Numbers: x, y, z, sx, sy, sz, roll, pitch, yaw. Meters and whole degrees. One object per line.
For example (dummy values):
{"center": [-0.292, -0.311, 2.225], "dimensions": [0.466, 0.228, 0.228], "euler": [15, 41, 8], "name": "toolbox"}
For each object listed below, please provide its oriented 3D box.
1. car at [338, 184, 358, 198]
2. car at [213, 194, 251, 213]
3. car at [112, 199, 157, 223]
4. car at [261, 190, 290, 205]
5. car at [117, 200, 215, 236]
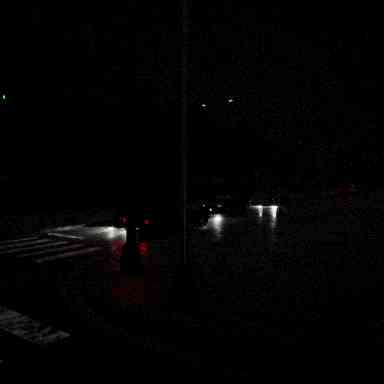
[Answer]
{"center": [24.392, -0.219, 51.953], "dimensions": [2.150, 2.045, 5.566], "euler": [0, 2, 35], "name": "car"}
{"center": [2.887, 0.859, 26.734], "dimensions": [2.033, 1.411, 5.357], "euler": [0, 2, 35], "name": "car"}
{"center": [-2.524, 1.118, 19.102], "dimensions": [1.994, 1.385, 4.181], "euler": [0, 2, 35], "name": "car"}
{"center": [8.895, 0.558, 35.197], "dimensions": [1.837, 1.490, 4.892], "euler": [0, 2, 35], "name": "car"}
{"center": [-1.073, 1.218, 16.043], "dimensions": [1.895, 1.301, 4.718], "euler": [0, 2, 35], "name": "car"}
